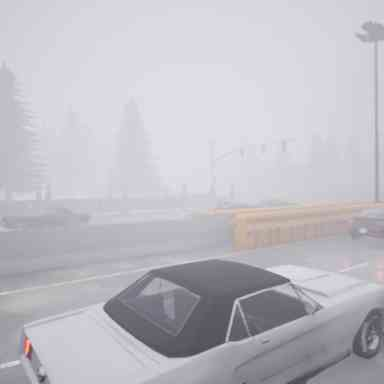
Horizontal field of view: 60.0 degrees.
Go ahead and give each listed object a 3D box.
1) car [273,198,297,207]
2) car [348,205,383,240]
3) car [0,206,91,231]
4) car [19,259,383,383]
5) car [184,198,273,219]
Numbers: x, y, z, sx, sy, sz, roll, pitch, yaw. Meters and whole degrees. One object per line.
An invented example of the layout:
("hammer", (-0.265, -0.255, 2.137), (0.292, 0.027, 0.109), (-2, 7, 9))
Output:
("car", (5.719, 1.189, 25.098), (5.357, 1.411, 2.033), (-1, 1, -35))
("car", (8.382, 1.252, 13.962), (4.674, 1.442, 1.812), (-1, 1, -35))
("car", (-8.503, 1.537, 19.409), (4.718, 1.301, 1.895), (-1, 1, -35))
("car", (0.590, 1.563, 4.164), (4.718, 1.301, 1.895), (-1, 1, -35))
("car", (1.788, 1.276, 18.103), (4.902, 1.511, 2.128), (-1, 1, -35))
